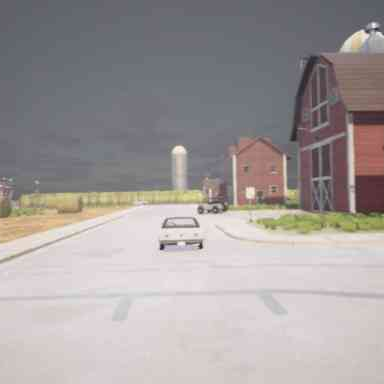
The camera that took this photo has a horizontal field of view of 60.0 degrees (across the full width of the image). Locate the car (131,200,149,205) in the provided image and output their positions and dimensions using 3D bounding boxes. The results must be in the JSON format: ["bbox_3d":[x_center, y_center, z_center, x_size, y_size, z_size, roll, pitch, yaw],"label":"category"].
[{"bbox_3d":[-14.019,2.828,89.448,4.674,1.442,1.812,-1,-1,-2],"label":"car"}]

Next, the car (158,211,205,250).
[{"bbox_3d":[-0.545,1.787,15.456,1.895,1.301,4.718,-1,-1,-3],"label":"car"}]

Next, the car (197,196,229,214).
[{"bbox_3d":[2.431,1.515,38.740,3.866,1.878,1.905,-4,3,45],"label":"car"}]
